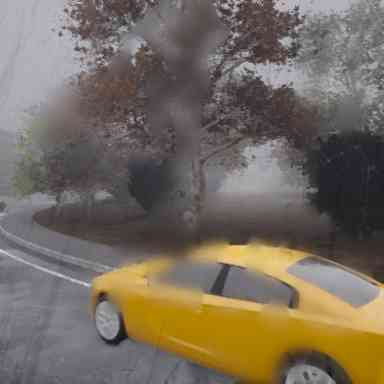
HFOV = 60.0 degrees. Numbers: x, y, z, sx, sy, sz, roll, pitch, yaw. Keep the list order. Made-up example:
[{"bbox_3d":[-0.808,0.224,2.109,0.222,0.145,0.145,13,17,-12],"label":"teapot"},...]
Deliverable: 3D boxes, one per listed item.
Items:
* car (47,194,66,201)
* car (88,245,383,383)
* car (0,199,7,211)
[{"bbox_3d":[-25.059,0.855,61.821,1.837,1.490,4.892,-1,1,9],"label":"car"},{"bbox_3d":[0.561,1.510,4.746,5.008,1.535,1.882,0,0,37],"label":"car"},{"bbox_3d":[-20.839,1.350,34.643,1.837,1.490,4.892,0,1,-14],"label":"car"}]
